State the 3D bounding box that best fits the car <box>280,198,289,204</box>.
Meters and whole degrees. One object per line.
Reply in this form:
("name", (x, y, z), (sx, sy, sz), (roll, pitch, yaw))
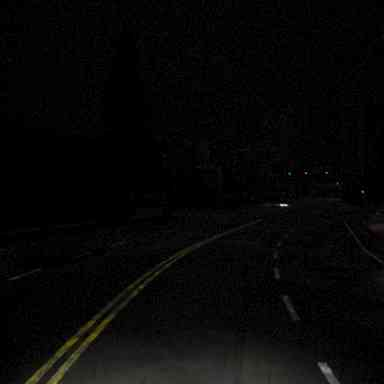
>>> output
("car", (23.992, 2.422, 86.289), (2.128, 1.511, 4.902), (0, -1, 22))
